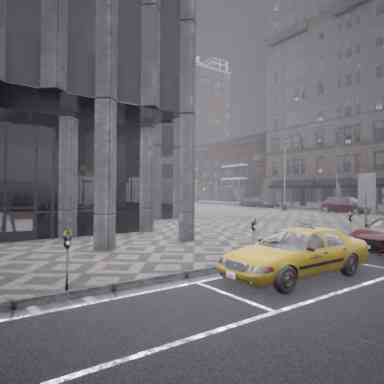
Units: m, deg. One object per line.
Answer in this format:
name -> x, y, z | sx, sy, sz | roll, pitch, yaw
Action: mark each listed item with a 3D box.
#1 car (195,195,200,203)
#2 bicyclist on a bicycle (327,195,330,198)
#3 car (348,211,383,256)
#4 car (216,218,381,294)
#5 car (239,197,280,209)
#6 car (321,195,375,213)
car -> -0.620, 1.079, 58.181 | 2.128, 1.511, 4.902 | 1, 0, -35
bicyclist on a bicycle -> 16.332, 1.148, 39.535 | 1.656, 1.620, 0.582 | 0, 0, -35
car -> 7.535, 1.544, 12.148 | 4.507, 1.381, 1.887 | 0, 1, -36
car -> 2.821, 1.525, 8.777 | 4.829, 1.417, 1.752 | 0, 1, -36
car -> 8.070, 1.283, 40.418 | 2.033, 1.411, 5.357 | 1, 0, -35
car -> 14.575, 1.190, 31.209 | 2.097, 1.767, 4.553 | 1, 0, -35
